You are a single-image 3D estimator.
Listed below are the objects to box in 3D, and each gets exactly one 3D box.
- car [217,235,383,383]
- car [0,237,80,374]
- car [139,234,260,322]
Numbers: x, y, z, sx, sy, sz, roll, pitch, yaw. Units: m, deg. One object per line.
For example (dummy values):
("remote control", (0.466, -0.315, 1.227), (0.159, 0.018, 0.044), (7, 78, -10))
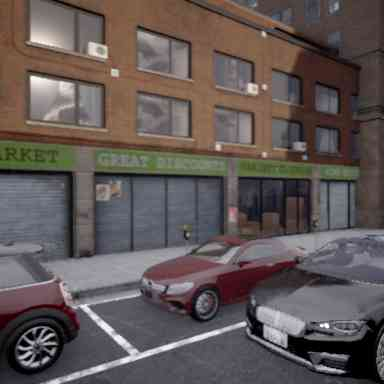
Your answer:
("car", (3.023, 1.530, 5.530), (4.902, 1.511, 2.128), (0, 0, -35))
("car", (-3.619, 1.434, 3.965), (4.097, 1.590, 1.967), (1, -1, -35))
("car", (0.931, 1.615, 7.202), (4.206, 1.307, 1.802), (1, -1, -35))
